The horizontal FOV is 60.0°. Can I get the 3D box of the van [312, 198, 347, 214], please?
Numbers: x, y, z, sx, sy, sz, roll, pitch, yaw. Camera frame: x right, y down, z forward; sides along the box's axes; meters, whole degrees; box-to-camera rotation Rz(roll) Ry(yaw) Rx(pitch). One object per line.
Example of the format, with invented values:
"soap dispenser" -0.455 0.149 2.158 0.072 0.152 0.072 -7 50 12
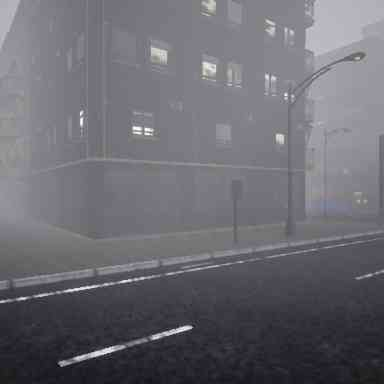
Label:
"van" 16.027 1.607 38.923 1.690 1.788 3.998 -1 0 -36
